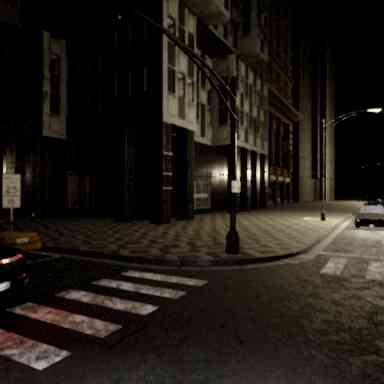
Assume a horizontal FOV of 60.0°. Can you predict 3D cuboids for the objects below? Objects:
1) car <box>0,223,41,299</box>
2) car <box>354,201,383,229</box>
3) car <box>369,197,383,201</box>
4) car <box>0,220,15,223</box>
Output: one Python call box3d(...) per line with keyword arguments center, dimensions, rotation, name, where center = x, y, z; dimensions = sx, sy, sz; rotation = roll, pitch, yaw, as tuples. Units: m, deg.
box3d(center=(-5.685, 1.507, 6.618), dimensions=(4.902, 1.511, 2.128), rotation=(-1, 0, 17), name="car")
box3d(center=(11.456, 1.529, 21.112), dimensions=(2.033, 1.411, 5.357), rotation=(0, 0, 29), name="car")
box3d(center=(18.527, 1.538, 33.609), dimensions=(1.994, 1.385, 4.181), rotation=(0, 0, 29), name="car")
box3d(center=(-7.518, 1.553, 11.982), dimensions=(4.829, 1.417, 1.752), rotation=(0, 0, 30), name="car")
